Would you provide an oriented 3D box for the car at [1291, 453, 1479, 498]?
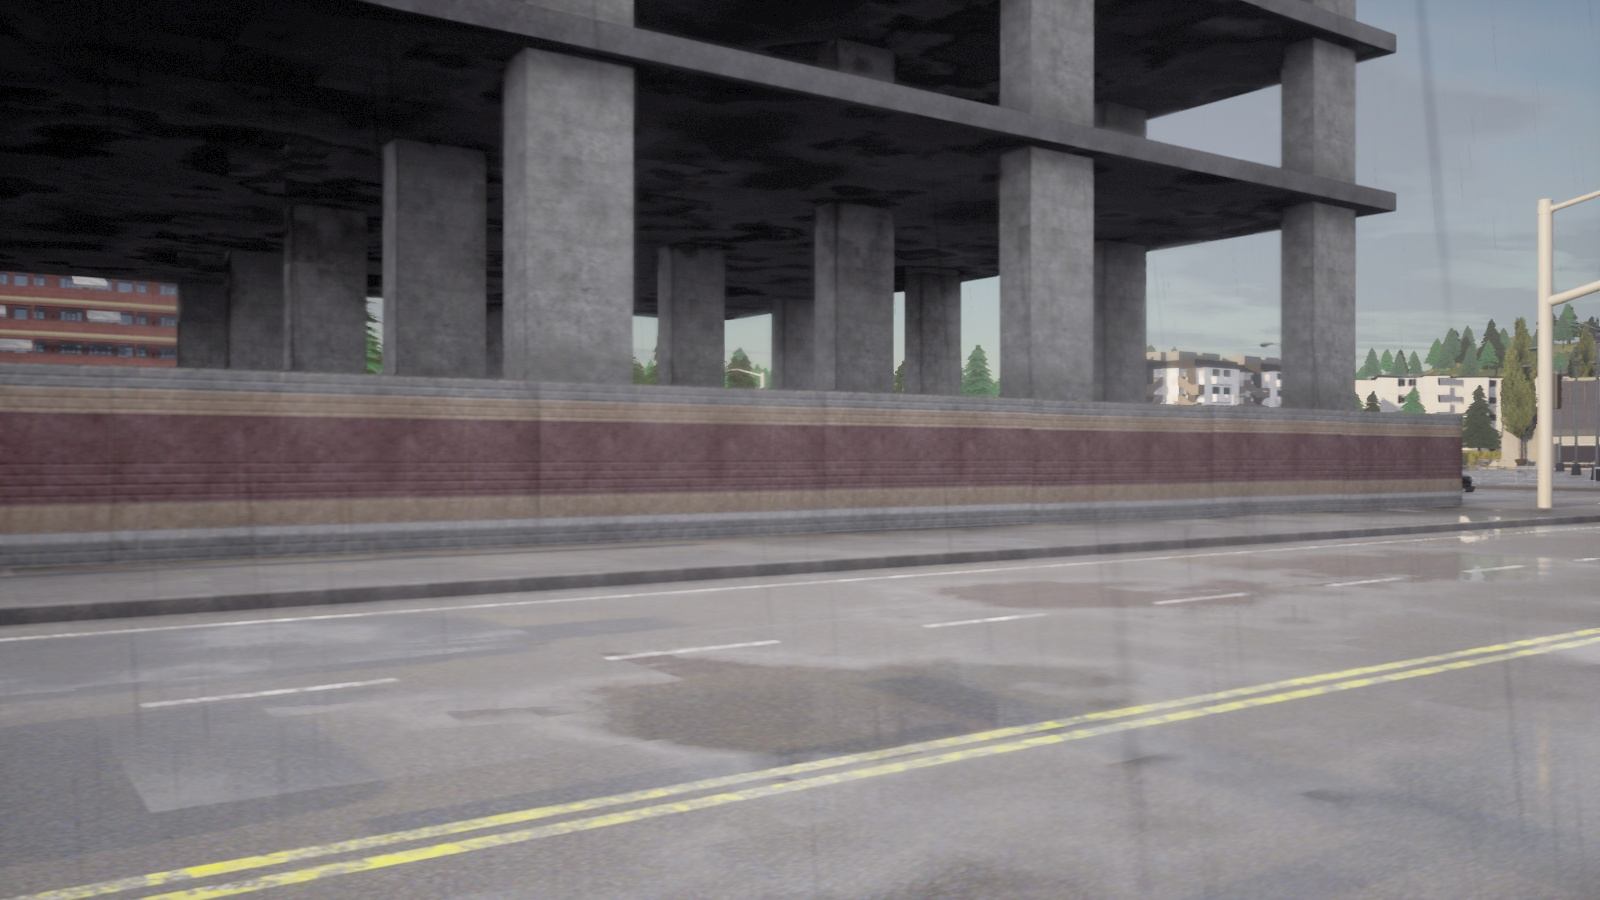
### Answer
[{"bbox_3d":[19.220,0.798,41.521,2.033,1.411,5.357,0,0,-35],"label":"car"}]
